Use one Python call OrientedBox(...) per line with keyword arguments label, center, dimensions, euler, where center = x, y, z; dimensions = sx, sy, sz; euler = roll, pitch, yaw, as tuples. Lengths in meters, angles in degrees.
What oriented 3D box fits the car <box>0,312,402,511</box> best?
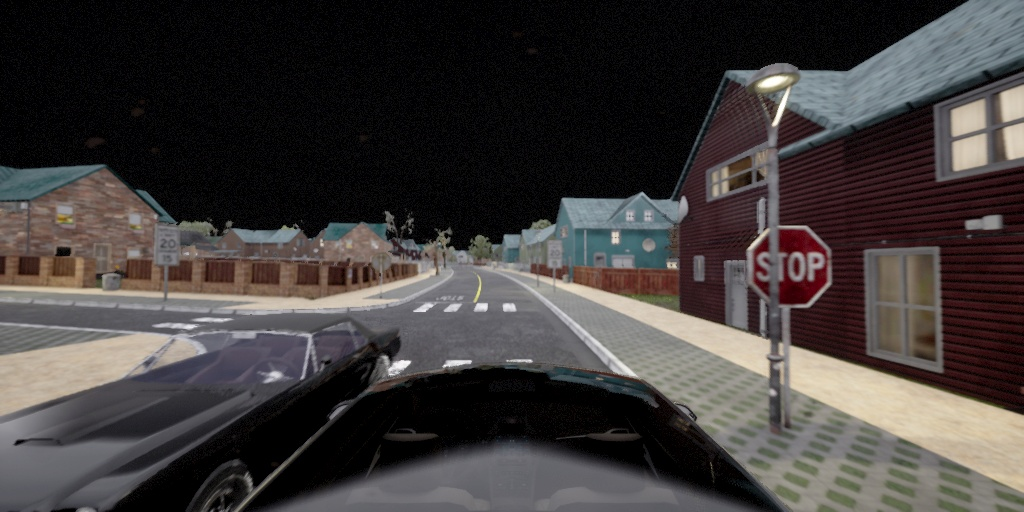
OrientedBox(label="car", center=(-2.778, 1.378, 3.839), dimensions=(1.895, 1.301, 4.718), euler=(0, -1, 0))
